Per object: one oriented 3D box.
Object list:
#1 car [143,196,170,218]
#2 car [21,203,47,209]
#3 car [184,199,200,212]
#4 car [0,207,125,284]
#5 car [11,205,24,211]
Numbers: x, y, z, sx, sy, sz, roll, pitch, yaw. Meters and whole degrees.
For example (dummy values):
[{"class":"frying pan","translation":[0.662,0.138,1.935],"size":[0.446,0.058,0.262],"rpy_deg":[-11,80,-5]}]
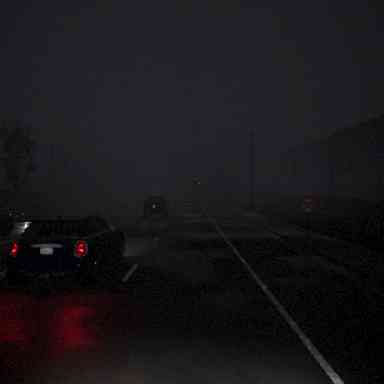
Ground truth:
[{"class":"car","translation":[-3.470,1.441,32.854],"size":[2.150,2.045,5.566],"rpy_deg":[0,0,0]},{"class":"car","translation":[-14.158,1.722,29.186],"size":[1.837,1.490,4.892],"rpy_deg":[0,-1,0]},{"class":"car","translation":[0.009,1.710,43.291],"size":[2.128,1.511,4.902],"rpy_deg":[0,0,0]},{"class":"car","translation":[-3.425,1.430,9.954],"size":[2.097,1.767,4.553],"rpy_deg":[0,0,0]},{"class":"car","translation":[-10.633,1.622,16.198],"size":[2.128,1.511,4.902],"rpy_deg":[0,-1,0]}]
